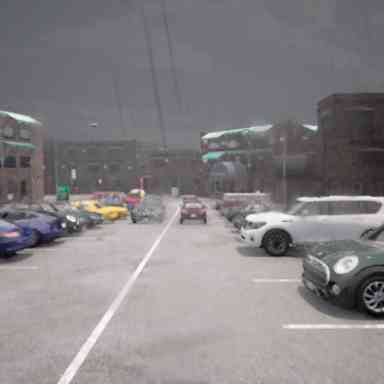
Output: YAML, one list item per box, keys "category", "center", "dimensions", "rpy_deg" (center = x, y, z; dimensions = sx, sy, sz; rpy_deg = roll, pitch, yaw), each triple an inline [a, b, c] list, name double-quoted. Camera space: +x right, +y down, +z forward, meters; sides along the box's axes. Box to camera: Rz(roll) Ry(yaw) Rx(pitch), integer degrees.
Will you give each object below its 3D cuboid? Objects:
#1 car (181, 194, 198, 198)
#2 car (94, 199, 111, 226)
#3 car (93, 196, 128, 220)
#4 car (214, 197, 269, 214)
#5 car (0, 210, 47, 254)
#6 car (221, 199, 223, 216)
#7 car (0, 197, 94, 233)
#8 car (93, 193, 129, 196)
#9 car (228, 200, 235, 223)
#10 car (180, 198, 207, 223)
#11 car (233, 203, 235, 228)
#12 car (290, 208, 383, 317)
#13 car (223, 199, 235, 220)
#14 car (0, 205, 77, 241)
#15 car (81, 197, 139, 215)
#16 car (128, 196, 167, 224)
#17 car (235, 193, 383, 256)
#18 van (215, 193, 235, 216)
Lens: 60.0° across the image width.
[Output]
- category: "car"
  center: [-0.279, 1.034, 40.828]
  dimensions: [2.128, 1.511, 4.902]
  rpy_deg: [0, 3, -4]
- category: "car"
  center: [-7.688, 1.385, 19.700]
  dimensions: [4.892, 1.521, 2.231]
  rpy_deg: [0, 0, 0]
- category: "car"
  center: [-7.498, 1.352, 25.703]
  dimensions: [5.366, 1.575, 1.946]
  rpy_deg: [0, 0, 0]
- category: "car"
  center: [4.640, 1.293, 31.890]
  dimensions: [4.892, 1.521, 2.231]
  rpy_deg: [0, 1, 0]
- category: "car"
  center: [-7.678, 1.466, 11.010]
  dimensions: [4.674, 1.452, 2.002]
  rpy_deg: [0, 0, 0]
- category: "car"
  center: [4.649, 1.405, 23.497]
  dimensions: [4.674, 1.452, 2.002]
  rpy_deg: [0, 0, 0]
- category: "car"
  center: [-7.713, 1.272, 16.887]
  dimensions: [4.553, 1.767, 2.185]
  rpy_deg: [0, 0, 0]
- category: "car"
  center: [-7.653, 1.211, 28.644]
  dimensions: [4.553, 1.767, 2.185]
  rpy_deg: [0, 0, 0]
- category: "car"
  center: [4.654, 1.394, 17.909]
  dimensions: [4.892, 1.521, 2.231]
  rpy_deg: [0, 0, 0]
- category: "car"
  center: [0.098, 1.407, 24.385]
  dimensions: [1.812, 1.442, 4.674]
  rpy_deg: [0, 0, 0]
- category: "car"
  center: [4.642, 1.406, 15.116]
  dimensions: [5.008, 1.535, 2.097]
  rpy_deg: [0, 0, 0]
- category: "car"
  center: [4.681, 1.320, 6.859]
  dimensions: [4.553, 1.767, 2.185]
  rpy_deg: [0, 0, 0]
- category: "car"
  center: [4.641, 1.379, 20.828]
  dimensions: [4.892, 1.521, 2.231]
  rpy_deg: [0, 0, 0]
- category: "car"
  center: [-7.711, 1.442, 13.949]
  dimensions: [4.792, 1.488, 2.163]
  rpy_deg: [0, 0, 0]
- category: "car"
  center: [-7.689, 1.300, 31.474]
  dimensions: [5.008, 1.535, 2.097]
  rpy_deg: [0, 1, 0]
- category: "car"
  center: [-3.003, 1.245, 24.044]
  dimensions: [2.097, 1.767, 4.553]
  rpy_deg: [0, 0, 0]
- category: "car"
  center: [4.620, 1.168, 12.321]
  dimensions: [5.566, 2.045, 2.435]
  rpy_deg: [0, 0, 0]
- category: "van"
  center: [4.530, 1.107, 29.080]
  dimensions: [4.442, 1.987, 1.878]
  rpy_deg: [0, 1, 0]
